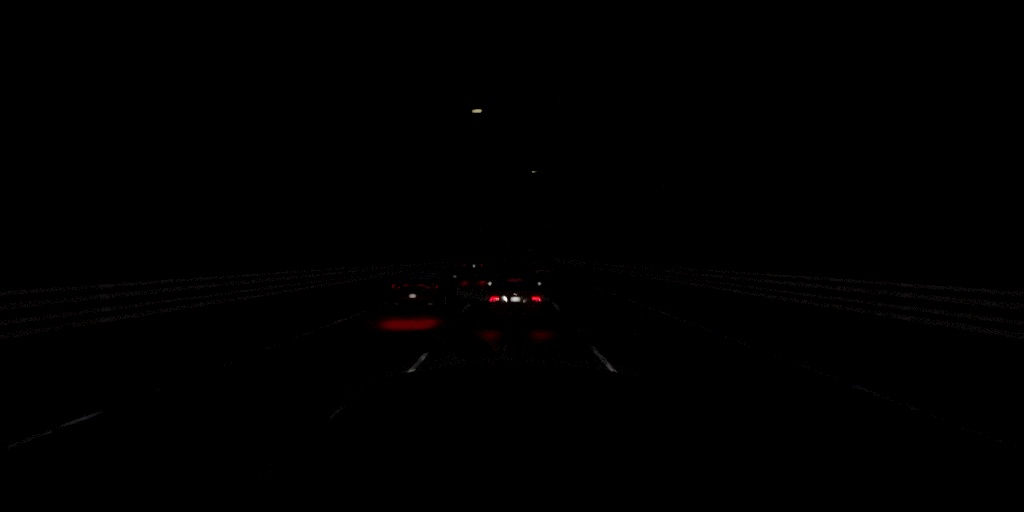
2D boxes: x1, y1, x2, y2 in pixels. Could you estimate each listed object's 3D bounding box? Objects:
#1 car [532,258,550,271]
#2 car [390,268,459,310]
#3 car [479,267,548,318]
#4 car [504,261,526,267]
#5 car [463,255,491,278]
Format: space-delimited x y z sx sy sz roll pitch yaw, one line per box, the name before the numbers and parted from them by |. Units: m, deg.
car | 4.094 1.354 49.976 1.994 1.385 4.181 0 0 2
car | -3.398 1.212 14.735 1.882 1.535 5.008 0 0 0
car | 0.098 1.283 12.756 2.033 1.411 5.357 0 0 0
car | 0.286 1.253 34.280 1.837 1.490 4.892 0 0 1
car | -3.231 0.968 33.645 2.150 2.045 5.566 0 0 1
